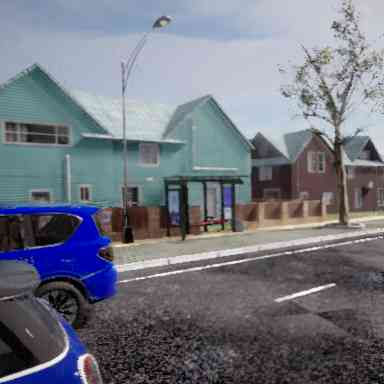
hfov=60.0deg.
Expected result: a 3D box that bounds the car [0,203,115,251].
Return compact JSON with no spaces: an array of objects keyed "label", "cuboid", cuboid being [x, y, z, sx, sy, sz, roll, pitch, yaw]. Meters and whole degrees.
[{"label":"car","cuboid":[-3.891,1.223,4.902,5.566,2.045,2.150,0,0,-36]}]

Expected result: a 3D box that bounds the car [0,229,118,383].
[{"label":"car","cuboid":[-2.797,1.357,1.690,4.553,1.767,2.097,0,0,-35]}]
